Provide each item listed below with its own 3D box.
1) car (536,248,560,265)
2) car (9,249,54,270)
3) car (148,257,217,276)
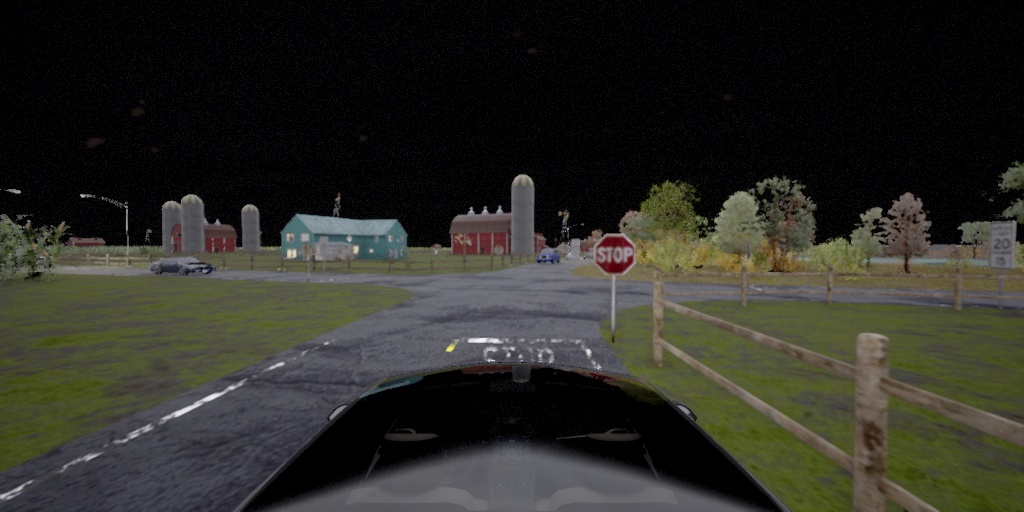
[{"bbox_3d":[4.891,0.022,47.715,2.150,2.045,5.566,1,2,19],"label":"car"},{"bbox_3d":[-48.310,0.314,35.512,5.566,2.045,2.150,0,2,18],"label":"car"},{"bbox_3d":[-25.861,0.761,28.093,5.357,1.411,2.033,0,2,18],"label":"car"}]
